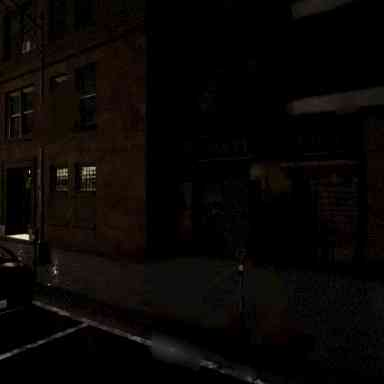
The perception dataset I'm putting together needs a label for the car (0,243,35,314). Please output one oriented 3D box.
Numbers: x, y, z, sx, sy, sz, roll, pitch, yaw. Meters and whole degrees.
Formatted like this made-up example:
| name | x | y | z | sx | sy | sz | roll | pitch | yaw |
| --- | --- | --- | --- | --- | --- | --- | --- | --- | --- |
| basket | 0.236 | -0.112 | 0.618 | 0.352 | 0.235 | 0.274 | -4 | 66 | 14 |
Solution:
| name | x | y | z | sx | sy | sz | roll | pitch | yaw |
| --- | --- | --- | --- | --- | --- | --- | --- | --- | --- |
| car | -4.816 | 1.550 | 6.504 | 4.403 | 1.369 | 2.008 | 0 | 0 | 35 |
